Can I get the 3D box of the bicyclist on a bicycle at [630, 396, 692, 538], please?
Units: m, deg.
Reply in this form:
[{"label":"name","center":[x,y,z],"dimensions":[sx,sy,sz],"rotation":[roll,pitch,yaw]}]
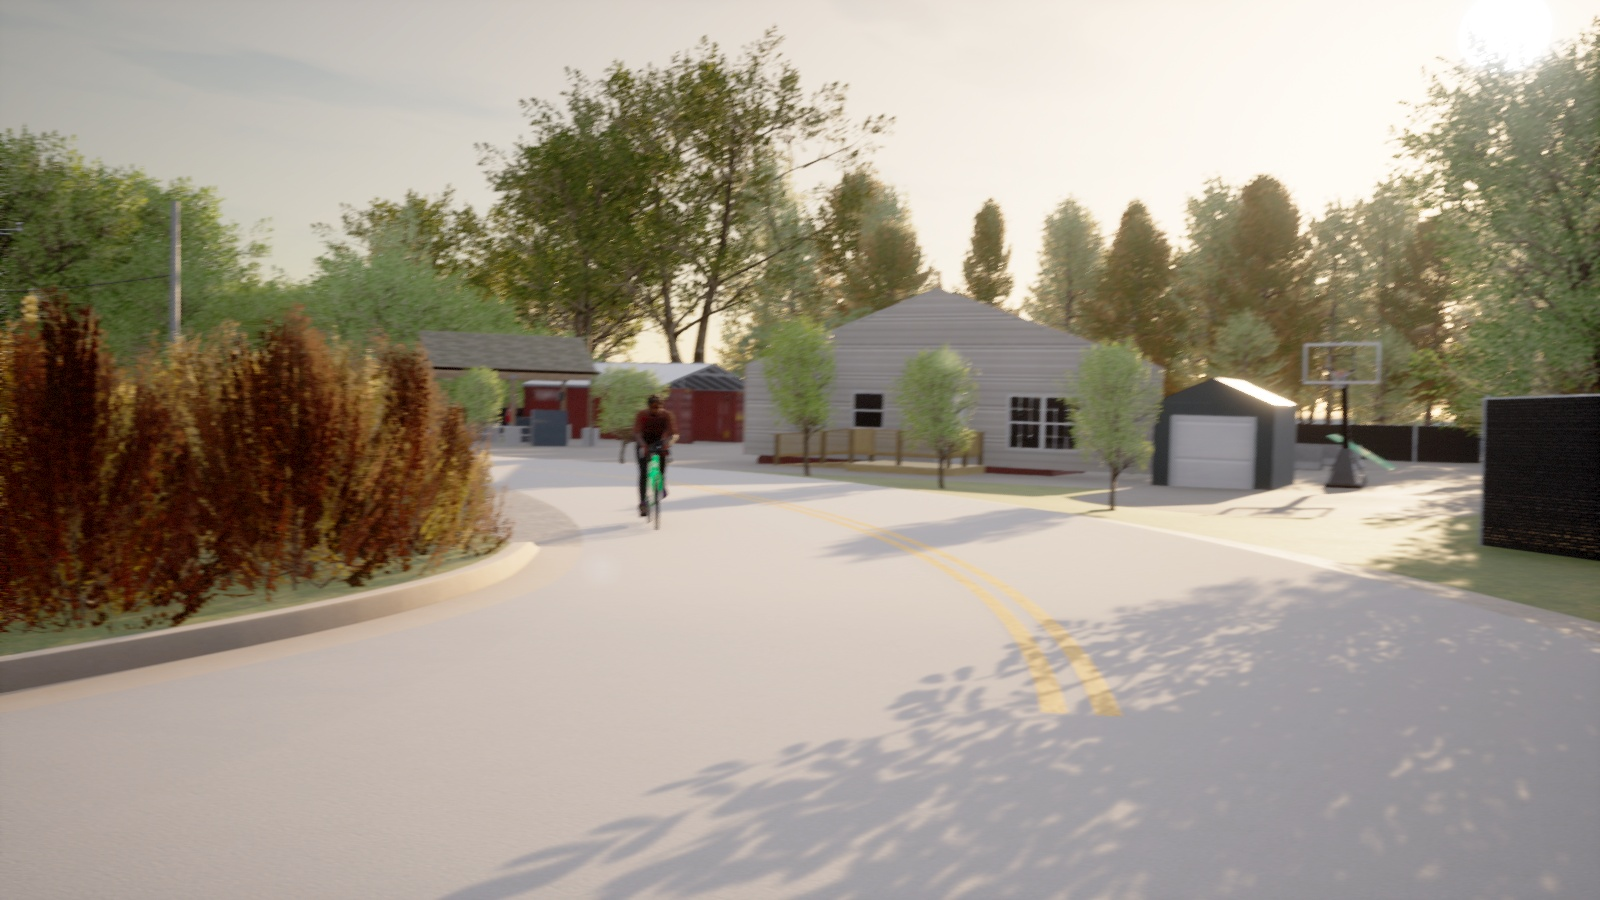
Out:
[{"label":"bicyclist on a bicycle","center":[-1.701,0.167,15.221],"dimensions":[0.582,1.620,1.656],"rotation":[-1,2,-12]}]
